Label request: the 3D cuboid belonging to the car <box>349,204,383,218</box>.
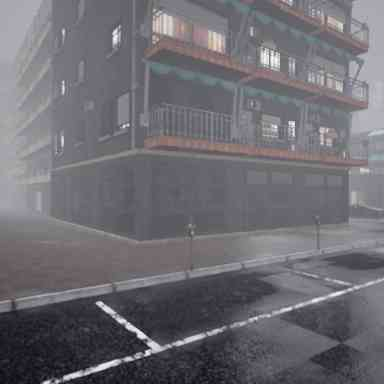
[{"bbox_3d":[16.800,1.846,33.092,1.994,1.385,4.181,0,-1,-35],"label":"car"}]
